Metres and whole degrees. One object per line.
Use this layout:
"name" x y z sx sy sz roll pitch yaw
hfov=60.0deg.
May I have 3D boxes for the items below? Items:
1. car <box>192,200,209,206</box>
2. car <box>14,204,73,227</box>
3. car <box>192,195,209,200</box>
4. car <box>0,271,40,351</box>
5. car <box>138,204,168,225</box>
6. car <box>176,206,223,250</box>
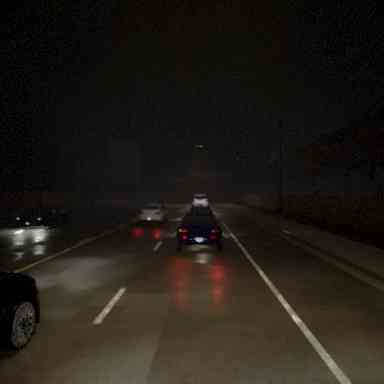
"car" 0.776 1.691 29.329 1.895 1.301 4.718 0 0 1
"car" -10.074 1.572 23.153 2.033 1.411 5.357 0 0 1
"car" 1.169 1.361 45.660 2.150 2.045 5.566 0 0 1
"car" -3.346 1.487 3.322 2.128 1.511 4.902 0 0 1
"car" -2.836 1.586 24.767 1.812 1.442 4.674 0 0 1
"car" 0.321 1.570 14.429 1.812 1.442 4.674 0 0 1
